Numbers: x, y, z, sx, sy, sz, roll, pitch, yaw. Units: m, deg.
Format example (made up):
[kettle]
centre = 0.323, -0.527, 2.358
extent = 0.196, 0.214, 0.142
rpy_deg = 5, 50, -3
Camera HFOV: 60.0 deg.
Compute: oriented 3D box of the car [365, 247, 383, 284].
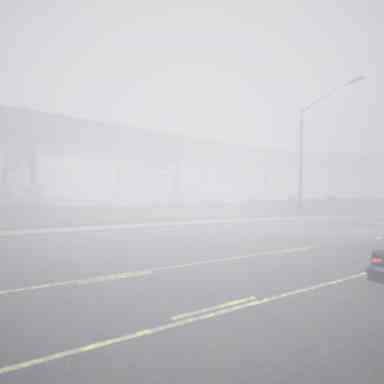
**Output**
[car]
centre = 6.501, 1.606, 8.378
extent = 5.357, 1.411, 2.033
rpy_deg = 0, 0, -35
